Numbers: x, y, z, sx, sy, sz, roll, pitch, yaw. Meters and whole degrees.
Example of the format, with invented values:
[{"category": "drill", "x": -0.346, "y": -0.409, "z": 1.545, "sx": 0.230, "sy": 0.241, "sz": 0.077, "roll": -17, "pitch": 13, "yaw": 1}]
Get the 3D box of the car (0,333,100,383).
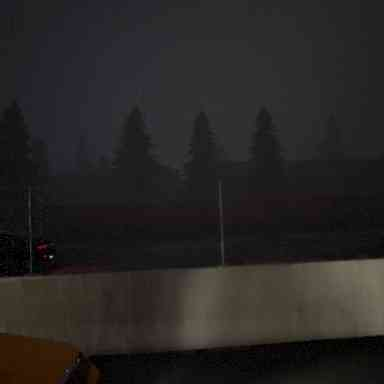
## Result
[{"category": "car", "x": -3.612, "y": 1.714, "z": 2.901, "sx": 5.366, "sy": 1.575, "sz": 1.801, "roll": -2, "pitch": -2, "yaw": 0}]
